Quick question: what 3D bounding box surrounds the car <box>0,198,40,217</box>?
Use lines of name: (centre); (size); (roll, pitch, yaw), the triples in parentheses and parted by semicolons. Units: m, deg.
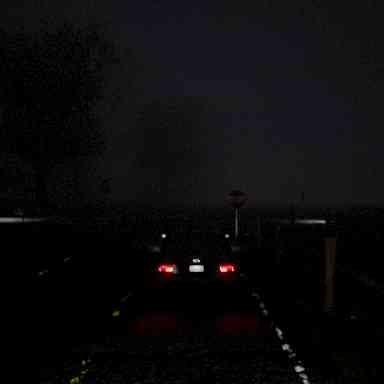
car: (-15.216, 1.232, 27.536); (5.008, 1.535, 1.882); (1, 0, 4)

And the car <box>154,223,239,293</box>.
car: (0.096, 1.538, 8.984); (2.033, 1.411, 5.357); (0, 0, 0)

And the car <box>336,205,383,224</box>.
car: (13.760, 1.759, 26.414); (4.181, 1.385, 1.994); (1, 0, 2)
